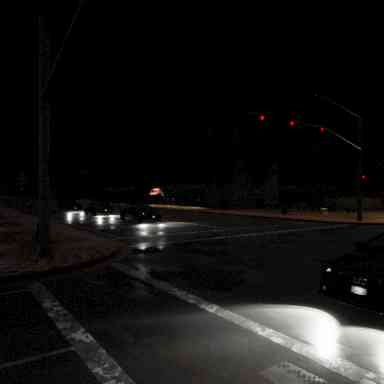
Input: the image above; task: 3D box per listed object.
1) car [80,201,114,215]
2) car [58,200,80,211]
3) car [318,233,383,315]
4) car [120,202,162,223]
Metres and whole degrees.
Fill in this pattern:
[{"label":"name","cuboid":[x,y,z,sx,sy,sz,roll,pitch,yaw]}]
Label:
[{"label":"car","cuboid":[-9.371,1.565,33.408,1.994,1.385,4.181,0,0,-35]},{"label":"car","cuboid":[-15.205,1.602,41.620,1.895,1.301,4.718,0,0,-35]},{"label":"car","cuboid":[4.599,1.565,7.028,4.181,1.385,1.994,0,0,-35]},{"label":"car","cuboid":[-4.145,1.527,26.088,1.812,1.442,4.674,0,0,-36]}]
